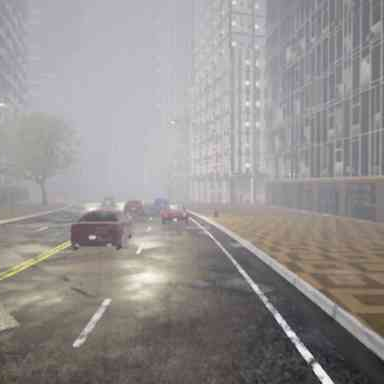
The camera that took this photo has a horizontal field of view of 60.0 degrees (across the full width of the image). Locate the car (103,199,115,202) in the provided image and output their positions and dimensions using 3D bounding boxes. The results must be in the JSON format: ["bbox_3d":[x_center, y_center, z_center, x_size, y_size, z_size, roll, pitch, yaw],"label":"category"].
[{"bbox_3d":[-11.338,1.243,45.498,2.128,1.511,4.902,0,0,-12],"label":"car"}]

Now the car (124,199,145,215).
[{"bbox_3d":[-5.871,1.461,33.799,1.882,1.535,5.008,0,0,-9],"label":"car"}]

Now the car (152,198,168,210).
[{"bbox_3d":[-4.026,1.440,42.206,1.882,1.535,5.008,0,0,-11],"label":"car"}]

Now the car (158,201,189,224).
[{"bbox_3d":[-1.356,1.576,24.523,1.895,1.301,4.718,0,0,-6],"label":"car"}]

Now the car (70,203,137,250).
[{"bbox_3d":[-3.718,1.473,14.367,1.882,1.535,5.008,0,0,-4],"label":"car"}]
